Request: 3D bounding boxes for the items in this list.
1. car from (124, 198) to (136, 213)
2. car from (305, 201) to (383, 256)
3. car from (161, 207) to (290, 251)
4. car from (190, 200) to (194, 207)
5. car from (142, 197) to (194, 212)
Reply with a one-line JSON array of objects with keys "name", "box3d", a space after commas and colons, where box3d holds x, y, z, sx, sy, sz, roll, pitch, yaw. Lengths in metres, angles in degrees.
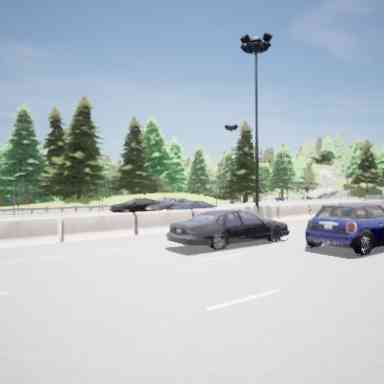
[{"name": "car", "box3d": [-4.979, 1.279, 30.469, 5.008, 1.535, 1.882, -1, 1, -35]}, {"name": "car", "box3d": [6.406, 1.191, 12.618, 4.553, 1.767, 2.097, -1, 0, -35]}, {"name": "car", "box3d": [1.593, 1.426, 13.524, 5.357, 1.411, 2.033, -1, 1, -35]}, {"name": "car", "box3d": [-0.030, 1.362, 25.395, 4.181, 1.385, 1.994, -1, 1, -35]}, {"name": "car", "box3d": [-2.599, 1.273, 36.410, 5.357, 1.411, 2.033, -1, 1, -35]}]
